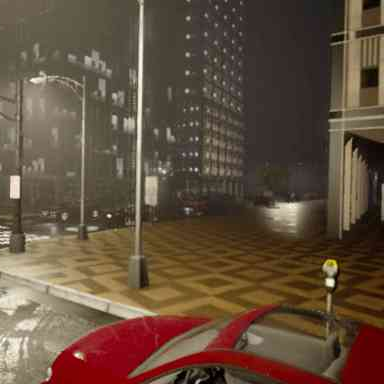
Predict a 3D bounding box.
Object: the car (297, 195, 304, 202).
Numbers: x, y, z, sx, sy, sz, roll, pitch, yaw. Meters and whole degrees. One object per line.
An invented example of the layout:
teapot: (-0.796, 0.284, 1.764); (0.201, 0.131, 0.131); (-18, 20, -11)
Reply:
car: (18.703, 1.098, 61.335); (1.967, 1.590, 4.097); (2, 1, 30)

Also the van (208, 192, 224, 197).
van: (2.851, 0.907, 50.765); (1.690, 1.788, 3.998); (2, 1, 30)

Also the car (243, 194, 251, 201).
car: (11.387, 1.007, 65.427); (1.887, 1.381, 4.507); (2, 1, 30)

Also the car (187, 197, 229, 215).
car: (1.631, 1.445, 32.042); (1.802, 1.307, 4.206); (2, 1, 30)

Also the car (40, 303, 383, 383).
car: (0.566, 1.579, 2.456); (4.206, 1.307, 1.802); (0, 1, 36)

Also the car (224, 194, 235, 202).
car: (5.696, 0.971, 55.653); (1.967, 1.590, 4.097); (2, 1, 30)

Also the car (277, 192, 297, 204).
car: (15.942, 1.216, 56.601); (1.752, 1.417, 4.829); (2, 1, 30)

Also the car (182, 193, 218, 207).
car: (1.073, 1.200, 42.582); (1.812, 1.442, 4.674); (2, 1, 31)

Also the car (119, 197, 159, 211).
car: (-5.695, 1.235, 36.111); (1.947, 1.339, 4.313); (2, 1, 30)

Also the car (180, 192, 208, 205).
car: (0.002, 1.040, 45.881); (1.967, 1.590, 4.097); (2, 1, 30)

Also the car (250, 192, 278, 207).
car: (10.169, 1.201, 46.688); (1.967, 1.590, 4.097); (2, 1, 30)

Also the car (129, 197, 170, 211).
car: (-4.035, 1.300, 33.836); (1.994, 1.385, 4.181); (2, 1, 30)

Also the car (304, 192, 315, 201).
car: (24.390, 1.171, 71.103); (1.802, 1.307, 4.206); (2, 1, 30)

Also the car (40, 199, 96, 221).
car: (-9.037, 1.301, 25.242); (1.837, 1.490, 4.892); (2, 1, 30)

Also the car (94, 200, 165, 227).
car: (-4.058, 1.498, 22.277); (1.947, 1.339, 4.313); (2, 1, 30)

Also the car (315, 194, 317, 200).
car: (27.241, 0.870, 75.980); (2.192, 1.841, 5.009); (2, 1, 30)
